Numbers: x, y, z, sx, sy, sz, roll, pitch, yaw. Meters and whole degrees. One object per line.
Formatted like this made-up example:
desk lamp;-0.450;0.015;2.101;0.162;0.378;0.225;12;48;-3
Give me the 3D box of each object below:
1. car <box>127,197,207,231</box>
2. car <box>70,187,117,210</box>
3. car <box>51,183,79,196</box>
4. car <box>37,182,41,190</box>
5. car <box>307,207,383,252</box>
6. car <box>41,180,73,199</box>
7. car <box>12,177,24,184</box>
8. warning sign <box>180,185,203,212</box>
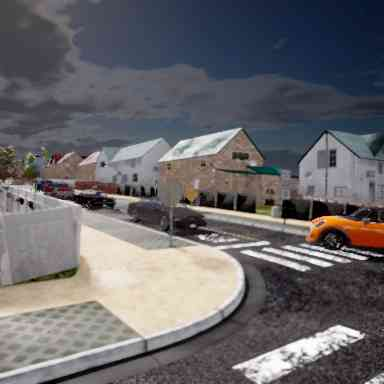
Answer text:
car;-1.471;0.988;16.832;2.033;1.411;5.357;1;2;-35
car;-7.390;0.554;25.122;1.895;1.301;4.718;1;2;-35
car;-16.409;-0.380;42.742;2.033;1.411;5.357;1;2;-35
car;-22.019;-1.034;50.518;2.097;1.767;4.553;1;2;-36
car;6.655;1.310;12.121;4.553;1.767;2.097;5;2;19
car;-13.288;-0.180;33.408;2.097;1.767;4.553;1;2;-35
car;-41.948;-2.762;80.017;2.097;1.767;4.553;-2;3;-36
warning sign;-0.041;0.418;24.001;1.300;1.860;1.060;-2;1;-36
